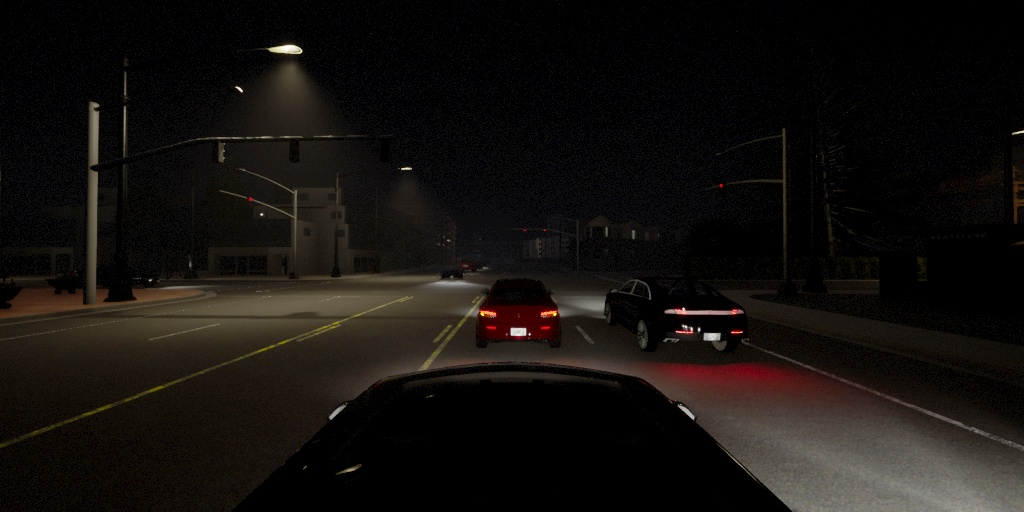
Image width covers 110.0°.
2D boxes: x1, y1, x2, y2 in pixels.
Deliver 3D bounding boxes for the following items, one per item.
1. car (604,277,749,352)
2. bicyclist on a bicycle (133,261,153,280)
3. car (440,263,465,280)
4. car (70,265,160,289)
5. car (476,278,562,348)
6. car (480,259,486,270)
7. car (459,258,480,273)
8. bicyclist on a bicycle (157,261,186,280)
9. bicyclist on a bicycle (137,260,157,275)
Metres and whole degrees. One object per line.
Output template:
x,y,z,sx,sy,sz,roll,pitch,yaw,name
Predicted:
3.655,1.250,8.895,2.128,1.511,4.902,0,0,1,car
-32.653,1.244,31.747,1.656,1.620,0.582,0,0,19,bicyclist on a bicycle
-5.779,1.569,33.773,1.895,1.301,4.718,0,-1,-12,car
-25.857,1.332,23.292,4.892,1.490,1.837,0,-1,1,car
0.165,1.288,9.140,1.812,1.442,4.674,0,0,1,car
-6.284,1.657,63.323,2.033,1.411,5.357,0,0,1,car
-6.453,1.360,52.537,2.150,2.045,5.566,0,-1,1,car
-29.288,1.231,31.026,1.656,1.620,0.582,1,-1,-22,bicyclist on a bicycle
-31.162,1.131,31.261,1.656,1.620,0.582,26,5,-26,bicyclist on a bicycle
